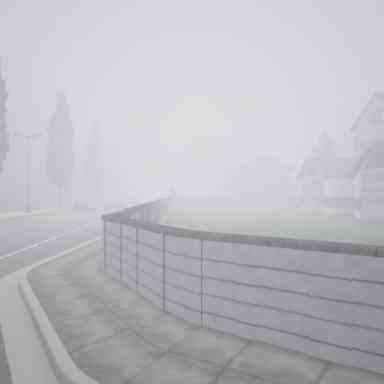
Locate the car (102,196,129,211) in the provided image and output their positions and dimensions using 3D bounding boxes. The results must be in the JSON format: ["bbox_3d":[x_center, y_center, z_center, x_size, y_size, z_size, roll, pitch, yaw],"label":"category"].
[{"bbox_3d":[-9.420,1.569,40.387,2.033,1.411,5.357,0,0,-2],"label":"car"}]

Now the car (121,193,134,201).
[{"bbox_3d":[-14.184,1.119,73.386,2.097,1.767,4.553,0,0,-2],"label":"car"}]

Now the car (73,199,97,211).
[{"bbox_3d":[-12.917,1.536,40.253,1.812,1.442,4.674,0,0,-2],"label":"car"}]

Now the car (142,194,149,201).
[{"bbox_3d":[-10.688,1.264,73.550,1.837,1.490,4.892,0,0,-2],"label":"car"}]

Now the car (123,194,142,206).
[{"bbox_3d":[-9.992,1.379,55.346,2.097,1.767,4.553,0,0,-2],"label":"car"}]

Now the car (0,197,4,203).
[{"bbox_3d":[-35.024,0.914,57.462,4.553,1.767,2.097,5,0,-1],"label":"car"}]
